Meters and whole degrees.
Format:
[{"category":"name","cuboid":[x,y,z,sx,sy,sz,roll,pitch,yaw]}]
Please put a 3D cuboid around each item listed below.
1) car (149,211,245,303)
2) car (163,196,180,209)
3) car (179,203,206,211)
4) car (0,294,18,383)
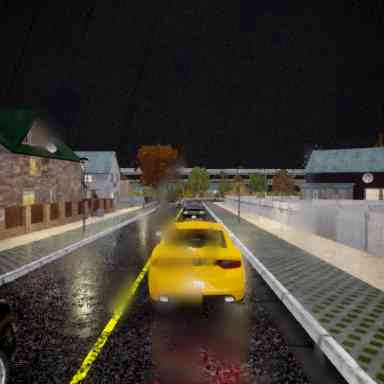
[{"category":"car","cuboid":[0.099,1.473,8.306,1.882,1.535,5.008,0,0,0]},{"category":"car","cuboid":[-2.650,1.366,44.641,2.097,1.767,4.553,0,0,0]},{"category":"car","cuboid":[0.153,1.596,27.469,1.895,1.301,4.718,0,0,0]},{"category":"car","cuboid":[-2.847,1.524,1.940,1.812,1.442,4.674,0,0,0]}]
